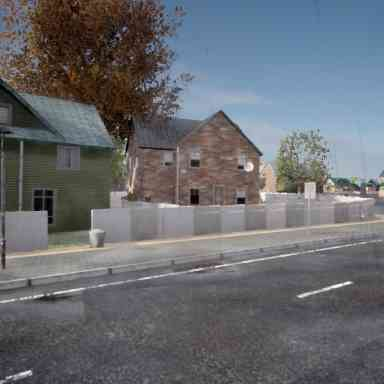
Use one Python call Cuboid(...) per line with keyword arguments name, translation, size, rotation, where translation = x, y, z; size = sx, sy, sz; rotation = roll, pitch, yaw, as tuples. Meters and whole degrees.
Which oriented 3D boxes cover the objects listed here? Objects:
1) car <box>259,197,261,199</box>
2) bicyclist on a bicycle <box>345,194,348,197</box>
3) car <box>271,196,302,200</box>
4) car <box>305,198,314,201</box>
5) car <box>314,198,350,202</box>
Cuboid(name="car", translation=(9.560, 0.978, 55.482), size=(1.895, 1.301, 4.718), rotation=(1, 0, -19))
Cuboid(name="bicyclist on a bicycle", translation=(20.102, 1.036, 43.343), size=(1.656, 1.620, 0.582), rotation=(1, 0, -20))
Cuboid(name="car", translation=(12.872, 1.010, 46.160), size=(1.882, 1.535, 5.008), rotation=(1, 0, -20))
Cuboid(name="car", translation=(15.650, 1.142, 47.096), size=(2.033, 1.411, 5.357), rotation=(1, 0, -19))
Cuboid(name="car", translation=(16.190, 1.190, 36.835), size=(1.837, 1.490, 4.892), rotation=(1, 1, -20))
